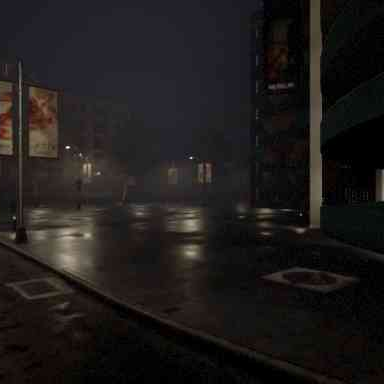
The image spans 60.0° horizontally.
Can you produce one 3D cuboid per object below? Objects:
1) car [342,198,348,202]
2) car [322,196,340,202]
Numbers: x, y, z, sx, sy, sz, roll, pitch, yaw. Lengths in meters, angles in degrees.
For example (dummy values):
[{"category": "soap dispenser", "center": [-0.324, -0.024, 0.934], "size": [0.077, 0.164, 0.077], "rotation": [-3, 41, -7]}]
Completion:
[{"category": "car", "center": [22.136, 1.413, 51.046], "size": [4.786, 1.482, 2.161], "rotation": [0, 0, -41]}, {"category": "car", "center": [15.593, 1.320, 39.958], "size": [4.674, 1.452, 2.002], "rotation": [0, 0, -41]}]
